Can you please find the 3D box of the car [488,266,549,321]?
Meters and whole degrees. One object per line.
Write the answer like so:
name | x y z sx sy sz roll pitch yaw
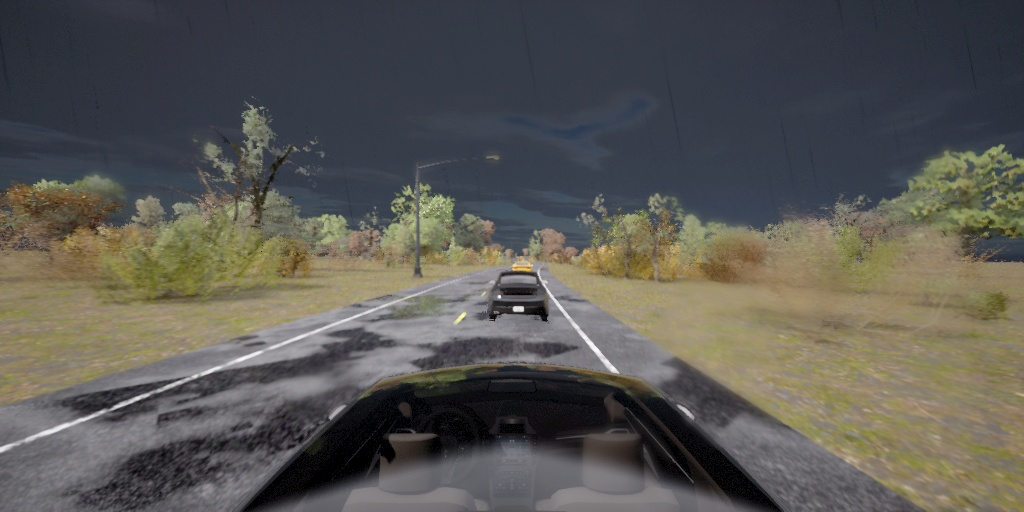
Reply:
car | 0.229 1.260 12.567 1.837 1.490 4.892 0 0 1

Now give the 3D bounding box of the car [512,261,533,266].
car | 1.045 1.273 34.990 1.882 1.535 5.008 0 0 3
